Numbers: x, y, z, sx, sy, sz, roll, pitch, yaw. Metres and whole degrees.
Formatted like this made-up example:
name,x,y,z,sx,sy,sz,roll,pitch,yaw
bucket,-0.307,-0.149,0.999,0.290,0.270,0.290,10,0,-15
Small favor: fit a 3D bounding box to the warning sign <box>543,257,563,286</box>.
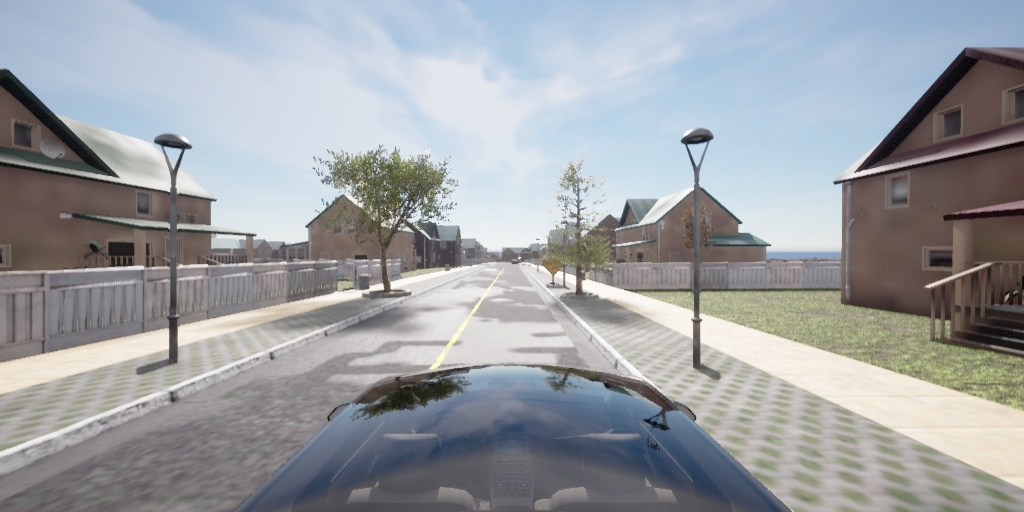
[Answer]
name,x,y,z,sx,sy,sz,roll,pitch,yaw
warning sign,2.518,0.860,22.000,1.300,1.860,1.060,0,0,0
